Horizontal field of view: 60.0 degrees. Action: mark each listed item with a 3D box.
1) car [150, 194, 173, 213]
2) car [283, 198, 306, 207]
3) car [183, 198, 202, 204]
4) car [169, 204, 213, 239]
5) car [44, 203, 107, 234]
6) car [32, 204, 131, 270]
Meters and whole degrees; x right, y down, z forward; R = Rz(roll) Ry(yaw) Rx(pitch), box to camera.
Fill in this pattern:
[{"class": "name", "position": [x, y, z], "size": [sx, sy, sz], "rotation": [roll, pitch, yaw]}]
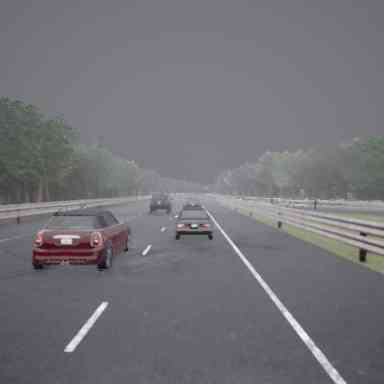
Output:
[{"class": "car", "position": [-3.406, 1.271, 37.325], "size": [2.150, 2.045, 5.566], "rotation": [0, 0, 0]}, {"class": "car", "position": [16.759, 1.726, 54.706], "size": [1.837, 1.490, 4.892], "rotation": [0, 0, -17]}, {"class": "car", "position": [0.097, 1.402, 37.513], "size": [2.097, 1.767, 4.553], "rotation": [0, 0, 0]}, {"class": "car", "position": [0.099, 1.562, 17.483], "size": [2.033, 1.411, 5.357], "rotation": [0, 0, 0]}, {"class": "car", "position": [-6.903, 1.510, 20.352], "size": [2.128, 1.511, 4.902], "rotation": [0, 0, 0]}, {"class": "car", "position": [-3.402, 1.359, 11.150], "size": [2.097, 1.767, 4.553], "rotation": [0, 0, 0]}]
